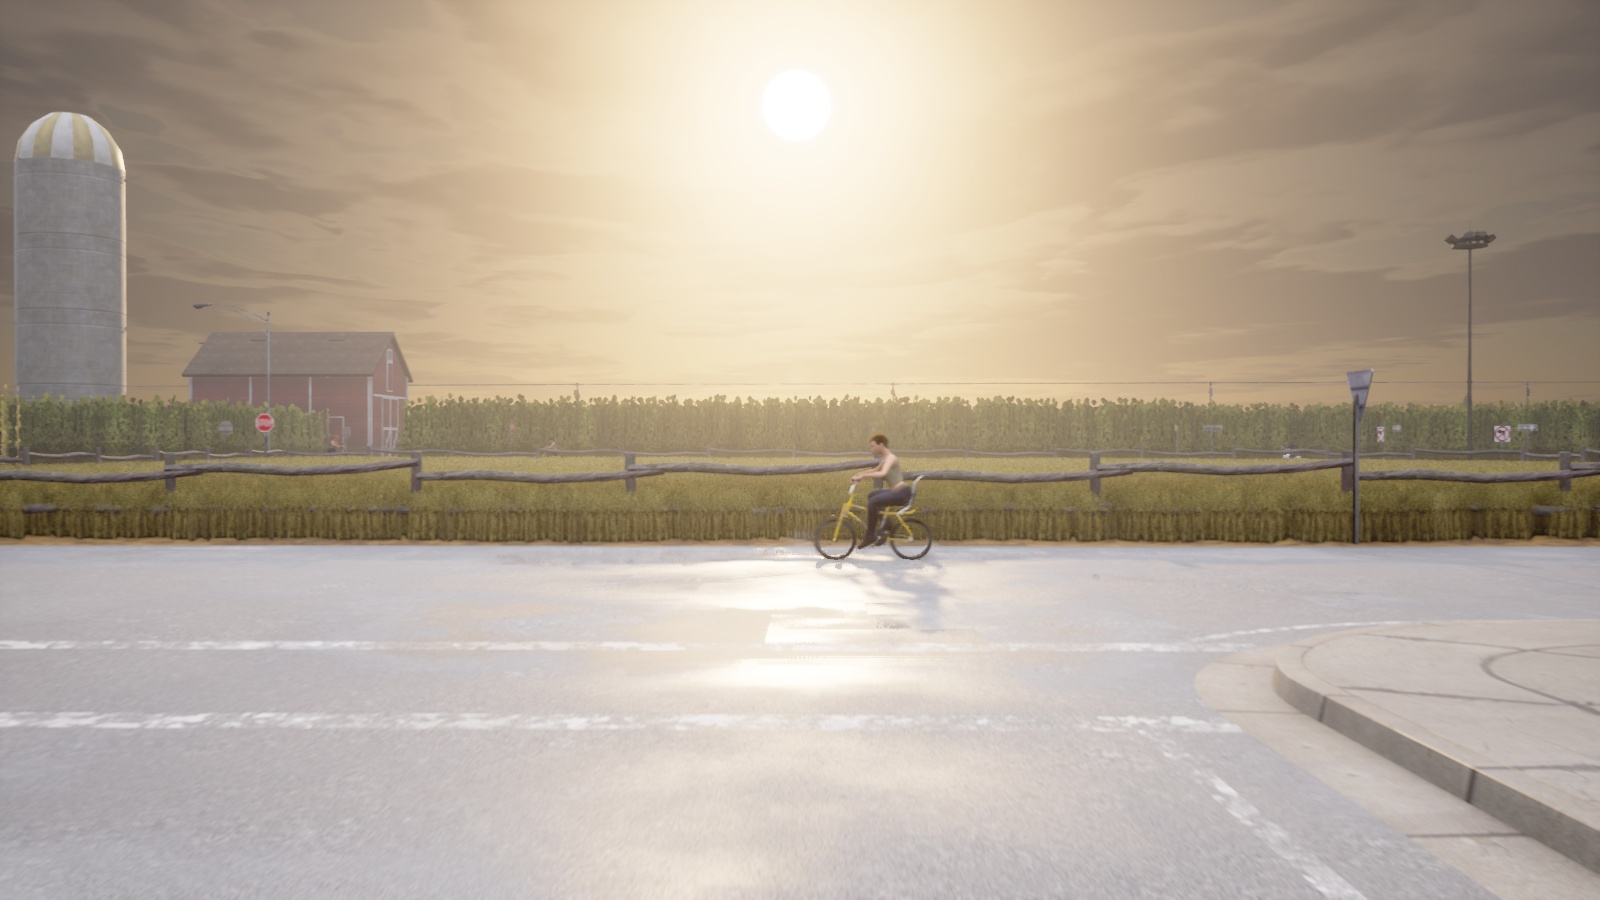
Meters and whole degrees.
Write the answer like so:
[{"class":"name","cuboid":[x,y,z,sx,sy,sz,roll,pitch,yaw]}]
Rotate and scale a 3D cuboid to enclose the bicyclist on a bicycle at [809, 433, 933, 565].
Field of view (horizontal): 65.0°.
[{"class":"bicyclist on a bicycle","cuboid":[0.869,0.590,15.743,1.509,1.612,0.866,0,0,1]}]
